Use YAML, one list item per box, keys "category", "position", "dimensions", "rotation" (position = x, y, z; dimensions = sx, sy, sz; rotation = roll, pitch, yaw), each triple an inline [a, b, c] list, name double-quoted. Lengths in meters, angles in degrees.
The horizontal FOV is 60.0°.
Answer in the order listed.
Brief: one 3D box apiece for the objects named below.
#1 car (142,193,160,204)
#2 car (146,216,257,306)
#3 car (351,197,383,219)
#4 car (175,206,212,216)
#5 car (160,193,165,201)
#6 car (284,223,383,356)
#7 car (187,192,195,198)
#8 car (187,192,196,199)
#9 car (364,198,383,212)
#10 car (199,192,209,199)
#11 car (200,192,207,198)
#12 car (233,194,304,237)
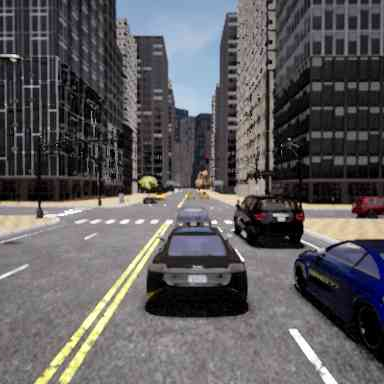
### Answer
- category: "car"
  position: [-6.699, 1.197, 53.319]
  dimensions: [1.994, 1.385, 4.181]
  rotation: [0, 0, 0]
- category: "car"
  position: [0.084, 1.511, 7.966]
  dimensions: [1.994, 1.385, 4.181]
  rotation: [0, 0, 0]
- category: "car"
  position: [16.137, 1.347, 28.097]
  dimensions: [5.009, 1.841, 2.192]
  rotation: [1, 1, 1]
- category: "car"
  position: [0.061, 1.432, 17.215]
  dimensions: [2.033, 1.411, 5.357]
  rotation: [0, 0, 0]
- category: "car"
  position: [-6.661, 1.001, 68.353]
  dimensions: [1.882, 1.535, 5.008]
  rotation: [0, 1, 0]
- category: "car"
  position: [3.347, 1.523, 6.017]
  dimensions: [1.994, 1.385, 4.181]
  rotation: [0, 0, -1]
- category: "car"
  position: [-0.209, 0.722, 89.263]
  dimensions: [2.128, 1.511, 4.902]
  rotation: [0, 0, 0]
- category: "car"
  position: [-0.184, 0.914, 78.846]
  dimensions: [1.882, 1.535, 5.008]
  rotation: [0, 0, 0]
- category: "car"
  position: [21.726, 1.421, 36.397]
  dimensions: [4.829, 1.417, 1.752]
  rotation: [1, 1, 1]
- category: "car"
  position: [3.066, 0.914, 78.853]
  dimensions: [1.882, 1.535, 5.008]
  rotation: [0, 0, 0]
- category: "car"
  position: [3.041, 0.697, 89.270]
  dimensions: [1.837, 1.490, 4.892]
  rotation: [0, 0, 0]
- category: "car"
  position: [3.340, 1.118, 15.435]
  dimensions: [2.150, 2.045, 5.566]
  rotation: [0, 0, -2]
